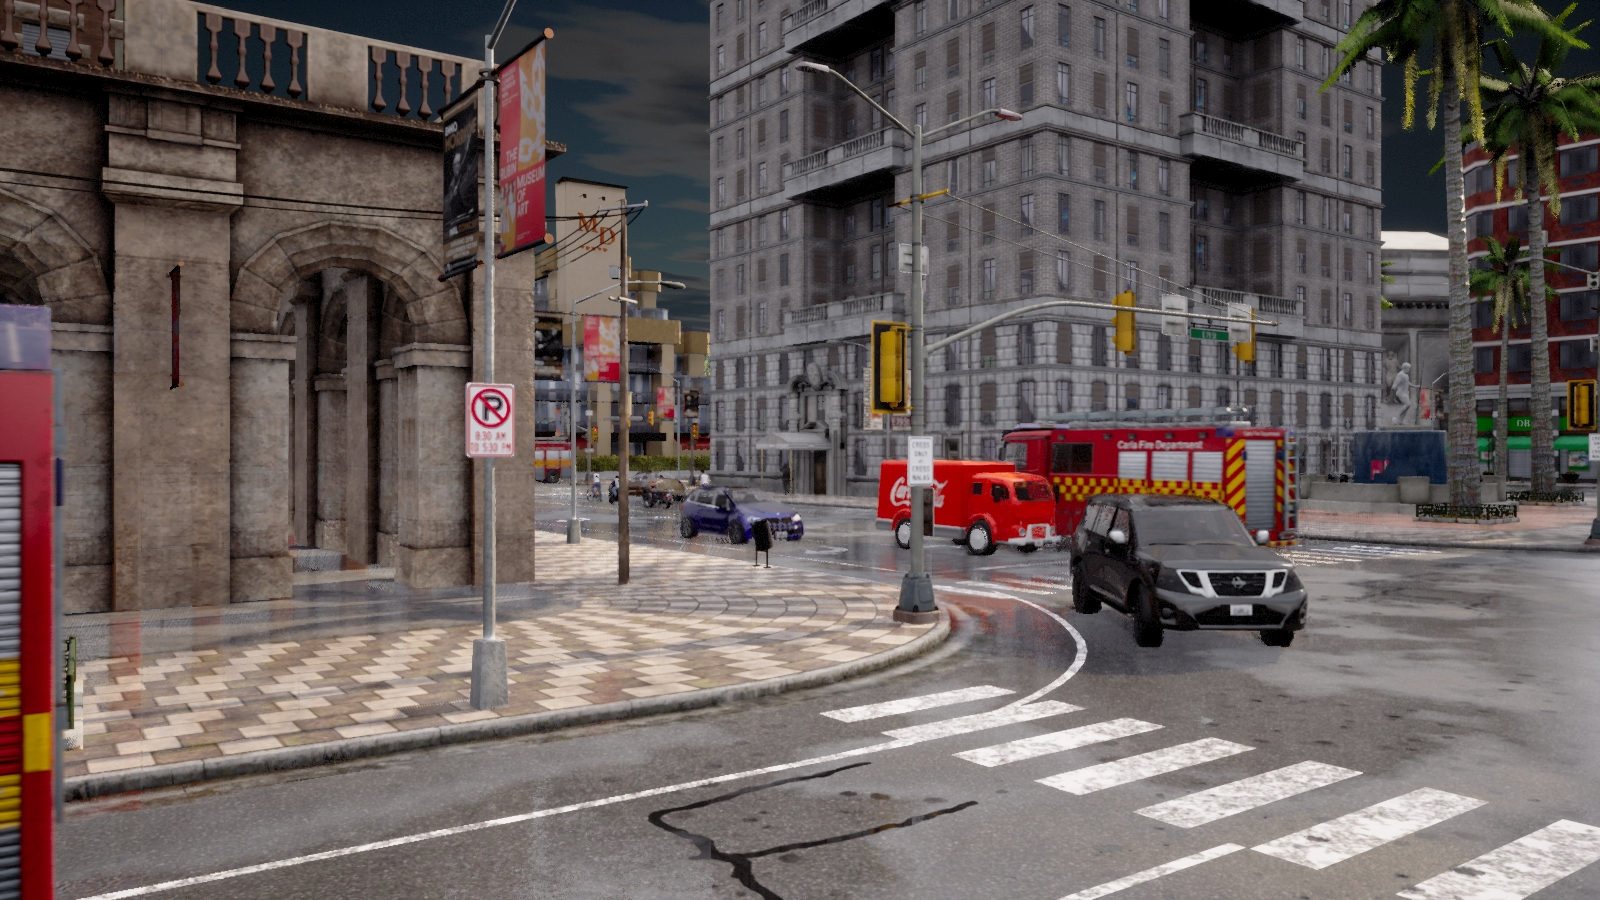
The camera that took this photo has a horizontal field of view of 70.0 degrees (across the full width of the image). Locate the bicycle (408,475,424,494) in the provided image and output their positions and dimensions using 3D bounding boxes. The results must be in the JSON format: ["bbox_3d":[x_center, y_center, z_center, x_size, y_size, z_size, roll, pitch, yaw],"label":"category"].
[{"bbox_3d":[-24.573,2.202,73.052,0.329,1.171,1.835,0,0,-40],"label":"bicycle"}]

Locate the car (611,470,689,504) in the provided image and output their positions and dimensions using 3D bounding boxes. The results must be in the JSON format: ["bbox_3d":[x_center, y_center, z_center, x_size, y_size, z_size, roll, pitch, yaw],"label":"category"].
[{"bbox_3d":[-8.211,1.981,62.259,2.152,1.651,5.027,0,0,-35],"label":"car"}]

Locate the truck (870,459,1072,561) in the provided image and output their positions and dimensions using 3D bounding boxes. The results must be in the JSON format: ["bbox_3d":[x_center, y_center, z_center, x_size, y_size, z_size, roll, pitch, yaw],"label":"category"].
[{"bbox_3d":[4.670,1.544,31.896,2.627,2.467,5.204,0,1,-37],"label":"truck"}]

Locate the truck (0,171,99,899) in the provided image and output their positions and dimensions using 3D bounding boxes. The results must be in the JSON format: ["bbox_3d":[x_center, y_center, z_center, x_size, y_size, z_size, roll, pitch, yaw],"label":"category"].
[{"bbox_3d":[-6.975,0.891,3.112,8.468,3.827,2.891,0,0,-35],"label":"truck"}]

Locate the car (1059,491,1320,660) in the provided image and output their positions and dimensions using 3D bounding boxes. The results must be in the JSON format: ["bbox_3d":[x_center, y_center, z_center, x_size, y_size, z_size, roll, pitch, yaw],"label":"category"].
[{"bbox_3d":[5.826,1.772,18.015,2.150,2.045,5.566,0,0,-1],"label":"car"}]

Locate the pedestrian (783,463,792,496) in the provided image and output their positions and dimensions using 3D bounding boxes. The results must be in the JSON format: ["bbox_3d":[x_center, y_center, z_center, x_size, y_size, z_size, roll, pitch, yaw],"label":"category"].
[{"bbox_3d":[-0.696,1.683,65.632,0.375,1.860,0.375,0,0,-33],"label":"pedestrian"}]

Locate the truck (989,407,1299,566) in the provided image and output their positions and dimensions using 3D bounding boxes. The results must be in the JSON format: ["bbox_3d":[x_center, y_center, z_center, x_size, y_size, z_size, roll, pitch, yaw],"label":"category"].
[{"bbox_3d":[9.245,0.881,31.963,2.891,3.827,8.468,0,0,-32],"label":"truck"}]

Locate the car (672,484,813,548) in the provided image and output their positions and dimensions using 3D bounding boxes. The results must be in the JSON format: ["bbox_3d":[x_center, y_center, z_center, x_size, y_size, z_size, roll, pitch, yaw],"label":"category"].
[{"bbox_3d":[-1.846,1.960,35.241,2.242,1.667,4.611,0,0,-35],"label":"car"}]

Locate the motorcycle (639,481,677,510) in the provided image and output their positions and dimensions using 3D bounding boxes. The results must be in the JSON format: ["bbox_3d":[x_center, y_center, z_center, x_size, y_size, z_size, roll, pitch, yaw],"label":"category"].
[{"bbox_3d":[-6.767,2.160,54.369,0.764,1.277,2.356,0,0,-35],"label":"motorcycle"}]

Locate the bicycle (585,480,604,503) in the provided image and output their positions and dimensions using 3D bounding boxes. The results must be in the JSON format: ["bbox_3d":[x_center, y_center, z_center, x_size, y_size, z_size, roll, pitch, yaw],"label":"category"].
[{"bbox_3d":[-11.030,2.196,61.250,0.373,1.196,1.643,0,0,-35],"label":"bicycle"}]

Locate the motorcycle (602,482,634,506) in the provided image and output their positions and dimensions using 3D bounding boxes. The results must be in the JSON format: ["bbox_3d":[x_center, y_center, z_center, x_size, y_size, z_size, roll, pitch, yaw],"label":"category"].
[{"bbox_3d":[-9.213,2.204,57.798,0.803,1.145,2.033,0,0,-36],"label":"motorcycle"}]

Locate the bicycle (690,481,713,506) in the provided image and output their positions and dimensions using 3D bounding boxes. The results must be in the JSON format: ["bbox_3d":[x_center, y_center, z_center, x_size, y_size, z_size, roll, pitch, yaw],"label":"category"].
[{"bbox_3d":[-4.999,2.195,57.900,0.373,1.196,1.643,0,0,-36],"label":"bicycle"}]
